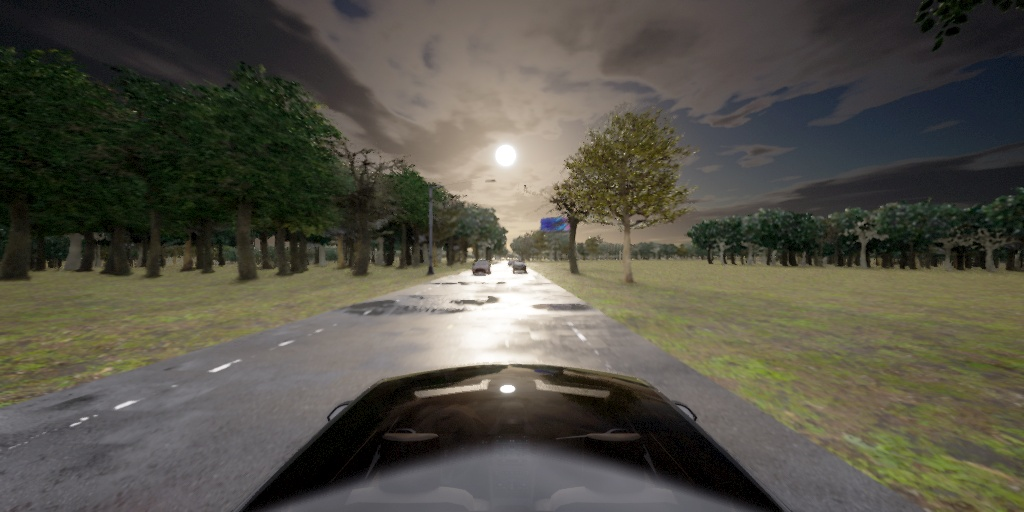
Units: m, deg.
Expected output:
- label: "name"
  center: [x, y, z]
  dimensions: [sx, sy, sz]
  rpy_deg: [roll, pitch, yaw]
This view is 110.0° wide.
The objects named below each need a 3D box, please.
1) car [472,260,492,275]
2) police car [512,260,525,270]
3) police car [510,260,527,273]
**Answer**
- label: "car"
  center: [-3.572, 1.324, 42.827]
  dimensions: [2.097, 1.767, 4.553]
  rpy_deg: [0, 0, 0]
- label: "police car"
  center: [1.031, 1.497, 59.649]
  dimensions: [1.930, 1.638, 5.238]
  rpy_deg: [0, 0, 0]
- label: "police car"
  center: [1.034, 1.438, 49.648]
  dimensions: [1.930, 1.638, 5.238]
  rpy_deg: [0, 0, 0]
